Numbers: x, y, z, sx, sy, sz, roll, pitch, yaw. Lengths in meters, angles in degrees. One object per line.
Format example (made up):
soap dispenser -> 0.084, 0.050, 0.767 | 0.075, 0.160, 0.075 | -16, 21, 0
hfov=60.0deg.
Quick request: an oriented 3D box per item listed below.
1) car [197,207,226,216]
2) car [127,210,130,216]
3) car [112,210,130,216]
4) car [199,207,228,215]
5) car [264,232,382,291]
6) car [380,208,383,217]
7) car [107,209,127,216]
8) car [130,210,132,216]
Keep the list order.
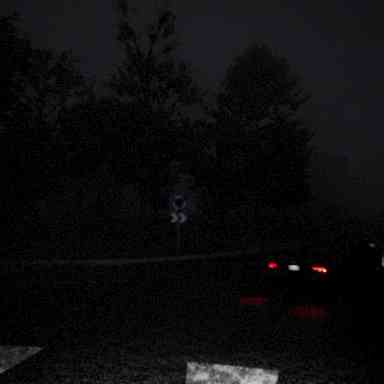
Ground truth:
car -> 3.579, 3.539, 60.756 | 4.892, 1.490, 1.837 | -1, -4, 28
car -> -19.827, 5.369, 86.896 | 5.566, 2.045, 2.435 | 1, -4, -21
car -> -19.865, 5.934, 92.818 | 4.553, 1.767, 2.185 | 1, -5, -20
car -> 3.740, 3.285, 56.975 | 4.892, 1.490, 1.837 | -2, -5, 32
car -> 4.177, 1.919, 10.093 | 2.033, 1.411, 5.357 | -6, -4, 41
car -> 26.782, 2.478, 43.902 | 5.008, 1.535, 1.882 | -1, -2, -36
car -> -19.763, 5.402, 83.925 | 4.892, 1.521, 2.231 | 1, -4, -21
car -> -19.799, 5.591, 89.890 | 5.566, 2.045, 2.435 | 1, -5, -20
